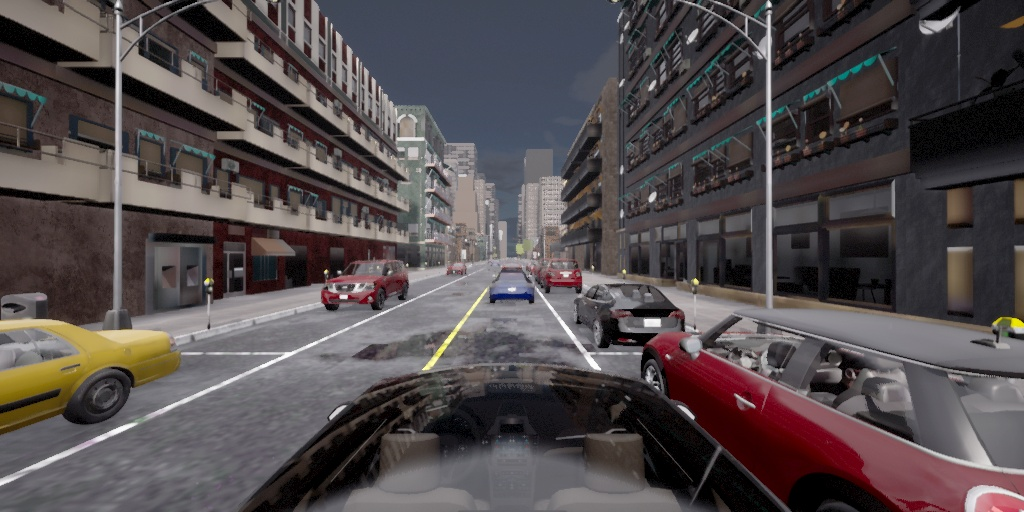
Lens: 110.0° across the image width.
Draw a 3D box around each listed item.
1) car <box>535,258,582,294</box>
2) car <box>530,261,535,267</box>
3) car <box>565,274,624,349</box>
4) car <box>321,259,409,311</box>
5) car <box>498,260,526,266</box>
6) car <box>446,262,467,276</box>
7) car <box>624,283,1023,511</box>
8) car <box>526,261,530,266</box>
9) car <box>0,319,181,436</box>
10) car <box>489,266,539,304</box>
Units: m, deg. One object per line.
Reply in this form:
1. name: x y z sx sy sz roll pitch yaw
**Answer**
1. car: 2.690 1.065 20.285 2.192 1.841 5.009 0 0 0
2. car: 2.690 1.067 25.950 2.192 1.841 5.009 0 0 0
3. car: 2.690 1.315 8.955 1.948 1.339 4.313 0 0 0
4. car: -5.690 1.064 14.621 2.192 1.841 5.009 0 0 0
5. car: 0.000 1.241 31.500 1.882 1.535 5.008 0 0 0
6. car: -5.690 1.304 37.278 1.888 1.381 4.507 0 0 0
7. car: 2.690 1.188 3.290 1.967 1.591 4.097 0 0 0
8. car: 2.691 1.199 37.278 1.967 1.591 4.097 0 0 0
9. car: -5.690 1.274 3.120 1.751 1.417 4.829 0 0 0
10. car: 0.000 1.323 16.499 1.994 1.385 4.181 0 0 0
